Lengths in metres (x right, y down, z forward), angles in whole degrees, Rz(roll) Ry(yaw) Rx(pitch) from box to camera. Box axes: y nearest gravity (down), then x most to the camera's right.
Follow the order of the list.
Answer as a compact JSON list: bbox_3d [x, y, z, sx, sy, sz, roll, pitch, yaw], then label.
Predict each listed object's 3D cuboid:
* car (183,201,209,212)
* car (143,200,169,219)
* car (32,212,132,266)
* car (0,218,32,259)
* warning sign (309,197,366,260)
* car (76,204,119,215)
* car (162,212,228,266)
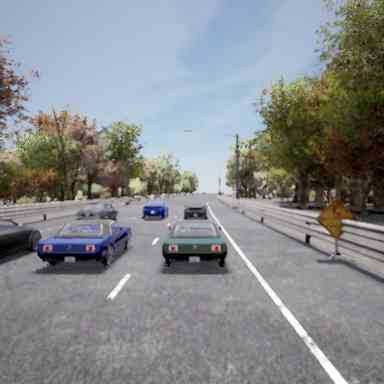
[{"bbox_3d":[0.318,1.515,28.107,1.837,1.490,4.892,0,1,1],"label":"car"},{"bbox_3d":[-3.149,1.486,29.594,1.882,1.535,5.008,0,0,1],"label":"car"},{"bbox_3d":[-3.389,1.607,11.553,1.895,1.301,4.718,0,0,1],"label":"car"},{"bbox_3d":[-6.916,1.571,11.399,1.994,1.385,4.181,0,0,1],"label":"car"},{"bbox_3d":[4.564,1.122,10.554,1.300,1.860,1.060,-1,-1,0],"label":"warning sign"},{"bbox_3d":[-6.774,1.557,24.208,2.033,1.411,5.357,0,0,1],"label":"car"},{"bbox_3d":[0.112,1.607,11.555,1.895,1.301,4.718,0,0,1],"label":"car"}]
